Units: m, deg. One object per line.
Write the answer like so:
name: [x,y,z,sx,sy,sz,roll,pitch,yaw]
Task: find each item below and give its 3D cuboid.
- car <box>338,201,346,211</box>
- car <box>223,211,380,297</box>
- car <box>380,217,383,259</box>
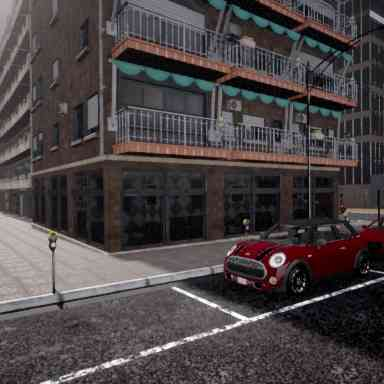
car: [16.498,1.746,40.603,1.967,1.590,4.097,-2,0,-36]
car: [2.728,1.439,8.512,4.097,1.590,1.967,0,-1,-35]
car: [7.228,1.543,11.716,4.507,1.381,1.887,0,-1,-35]
